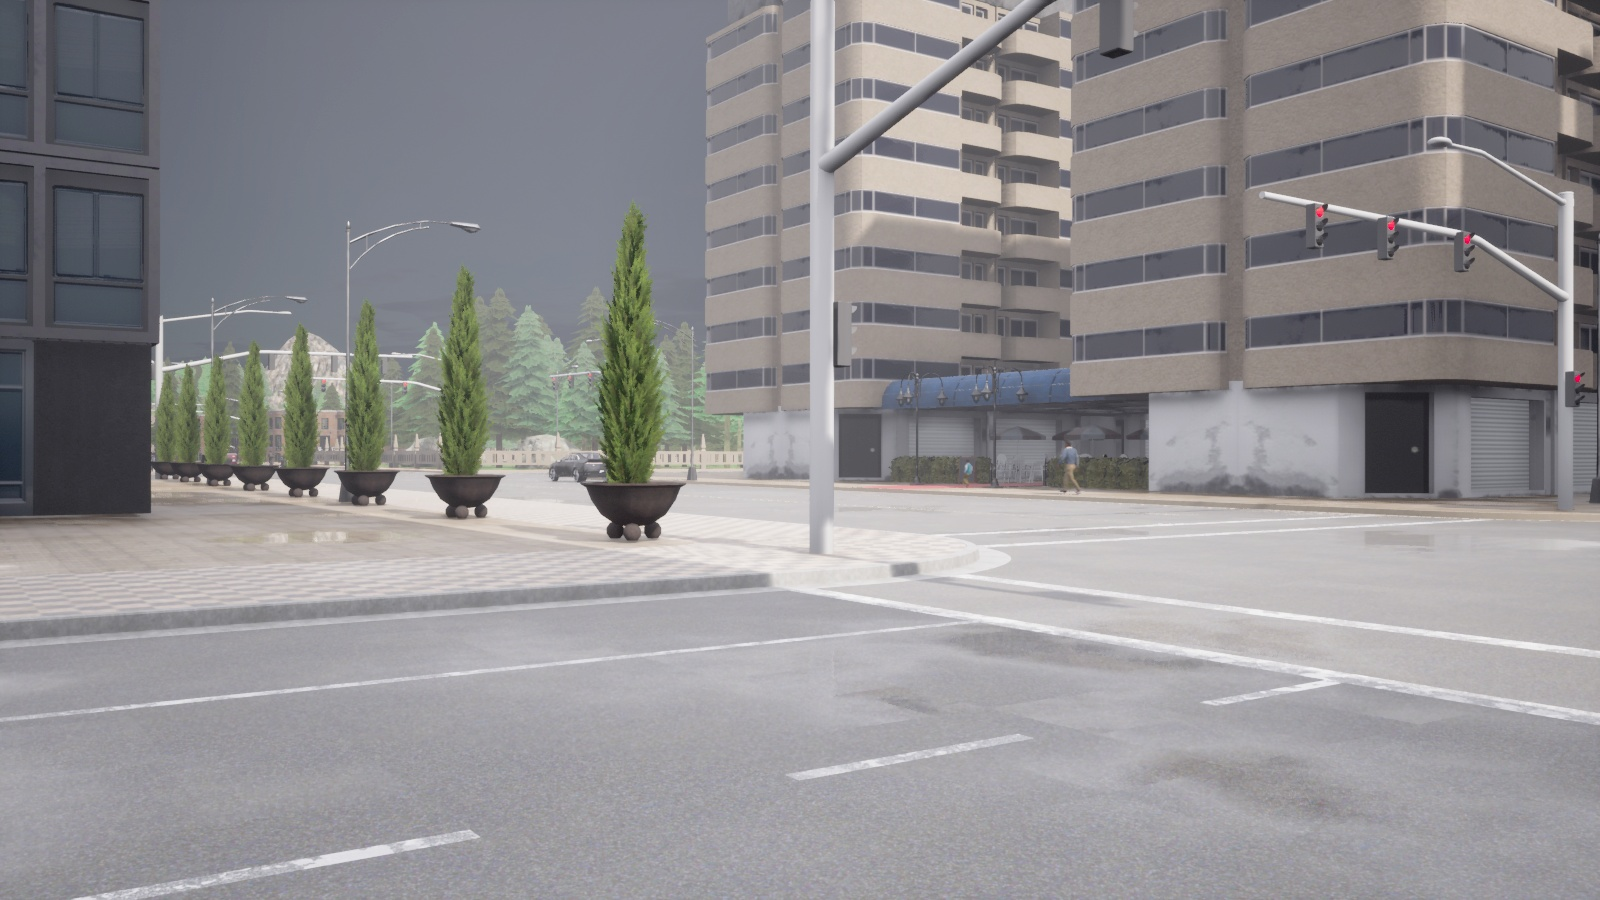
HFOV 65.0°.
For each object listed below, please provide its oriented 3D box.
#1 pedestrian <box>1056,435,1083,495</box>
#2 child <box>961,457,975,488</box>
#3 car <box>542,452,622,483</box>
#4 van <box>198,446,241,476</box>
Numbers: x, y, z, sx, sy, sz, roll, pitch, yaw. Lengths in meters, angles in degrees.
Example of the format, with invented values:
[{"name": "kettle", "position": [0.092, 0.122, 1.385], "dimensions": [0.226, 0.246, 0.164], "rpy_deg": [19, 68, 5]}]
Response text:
[{"name": "pedestrian", "position": [8.777, 0.485, 40.898], "dimensions": [0.423, 1.949, 0.788], "rpy_deg": [0, 0, -36]}, {"name": "child", "position": [6.475, 0.863, 48.362], "dimensions": [0.343, 1.192, 0.448], "rpy_deg": [0, 0, -35]}, {"name": "car", "position": [-11.100, 0.879, 63.617], "dimensions": [2.128, 1.511, 4.902], "rpy_deg": [0, 0, -34]}, {"name": "van", "position": [-41.231, 0.774, 89.195], "dimensions": [2.069, 2.038, 4.480], "rpy_deg": [0, 0, -34]}]
